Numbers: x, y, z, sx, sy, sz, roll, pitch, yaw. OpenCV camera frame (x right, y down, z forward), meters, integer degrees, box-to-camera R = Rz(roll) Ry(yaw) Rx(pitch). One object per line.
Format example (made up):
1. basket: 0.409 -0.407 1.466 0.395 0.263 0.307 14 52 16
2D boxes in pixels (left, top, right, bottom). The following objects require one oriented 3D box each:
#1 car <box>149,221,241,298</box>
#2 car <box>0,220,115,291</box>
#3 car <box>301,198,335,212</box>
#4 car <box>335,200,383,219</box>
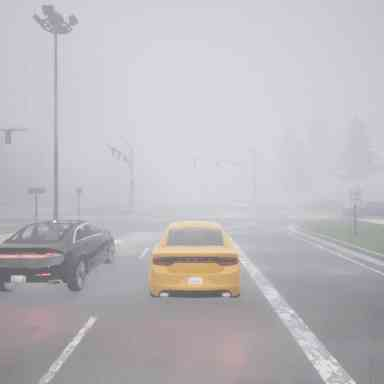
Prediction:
1. car: 0.072 1.478 8.578 1.882 1.535 5.008 0 0 0
2. car: -3.420 1.492 8.962 2.128 1.511 4.902 0 0 0
3. car: 15.323 1.491 39.099 4.902 1.511 2.128 0 0 0
4. car: 15.233 1.526 28.576 4.674 1.442 1.812 0 0 0
